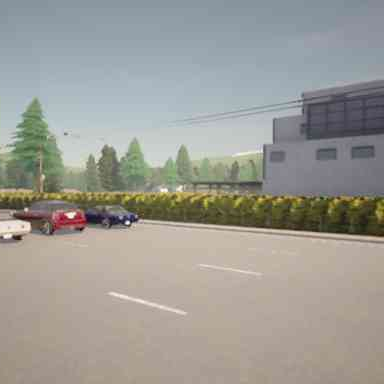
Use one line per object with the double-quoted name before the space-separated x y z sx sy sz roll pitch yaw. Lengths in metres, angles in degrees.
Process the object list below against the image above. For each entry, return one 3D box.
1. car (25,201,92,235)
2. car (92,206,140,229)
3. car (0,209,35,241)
"car" -7.925 1.258 18.220 4.553 1.767 2.097 0 0 35
"car" -5.584 1.509 20.850 4.718 1.301 1.895 0 0 35
"car" -9.366 1.511 14.951 4.718 1.301 1.895 0 0 35
